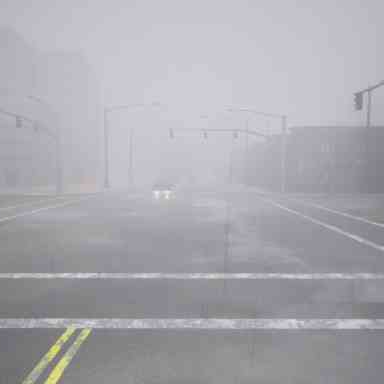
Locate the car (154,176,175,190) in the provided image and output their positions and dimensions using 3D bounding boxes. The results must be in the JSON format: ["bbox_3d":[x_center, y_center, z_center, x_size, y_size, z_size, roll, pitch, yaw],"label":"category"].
[{"bbox_3d":[-3.543,-0.950,41.401,1.994,1.385,4.181,0,4,0],"label":"car"}]

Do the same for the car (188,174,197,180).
[{"bbox_3d":[0.107,-3.672,80.699,2.033,1.411,5.357,0,4,0],"label":"car"}]

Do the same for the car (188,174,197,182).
[{"bbox_3d":[0.094,-2.950,70.872,1.994,1.385,4.181,0,4,0],"label":"car"}]

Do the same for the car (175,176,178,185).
[{"bbox_3d":[-3.526,-1.675,51.308,1.837,1.490,4.892,0,4,0],"label":"car"}]
